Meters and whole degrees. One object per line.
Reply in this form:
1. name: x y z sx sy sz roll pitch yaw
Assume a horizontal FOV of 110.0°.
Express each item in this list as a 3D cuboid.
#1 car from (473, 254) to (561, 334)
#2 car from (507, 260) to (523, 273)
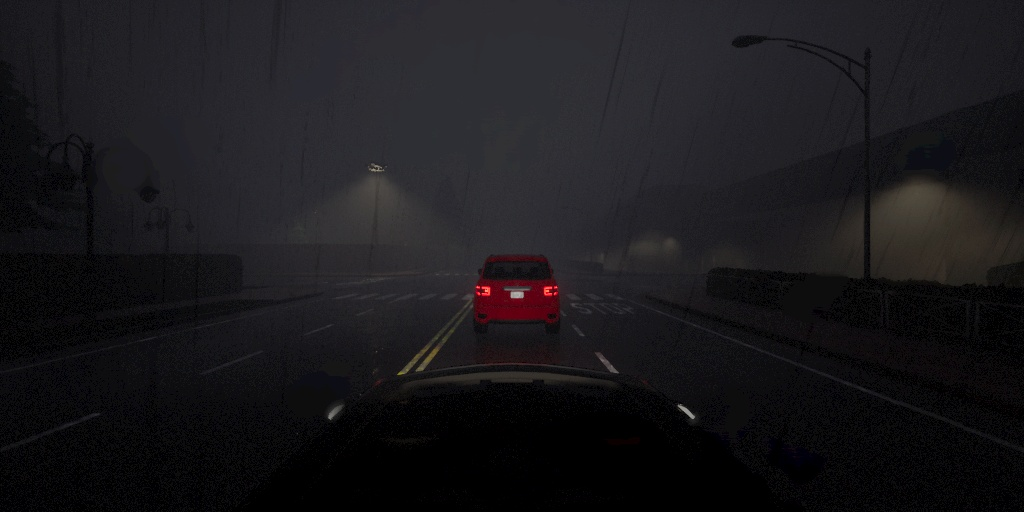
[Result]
1. car: 0.122 0.975 10.795 2.150 2.045 5.566 0 0 0
2. car: 0.360 1.243 45.645 1.882 1.535 5.008 0 0 1
